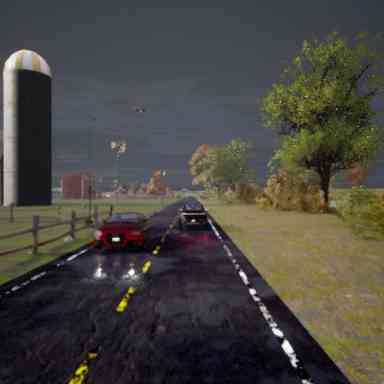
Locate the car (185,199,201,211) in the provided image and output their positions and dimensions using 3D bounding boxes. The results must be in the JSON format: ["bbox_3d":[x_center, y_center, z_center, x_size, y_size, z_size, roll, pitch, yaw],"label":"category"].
[{"bbox_3d":[0.106,1.687,42.604,1.994,1.385,4.181,0,0,0],"label":"car"}]

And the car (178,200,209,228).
[{"bbox_3d":[0.095,1.527,22.259,2.128,1.511,4.902,0,0,0],"label":"car"}]

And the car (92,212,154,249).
[{"bbox_3d":[-2.824,1.581,14.368,1.994,1.385,4.181,0,0,0],"label":"car"}]
